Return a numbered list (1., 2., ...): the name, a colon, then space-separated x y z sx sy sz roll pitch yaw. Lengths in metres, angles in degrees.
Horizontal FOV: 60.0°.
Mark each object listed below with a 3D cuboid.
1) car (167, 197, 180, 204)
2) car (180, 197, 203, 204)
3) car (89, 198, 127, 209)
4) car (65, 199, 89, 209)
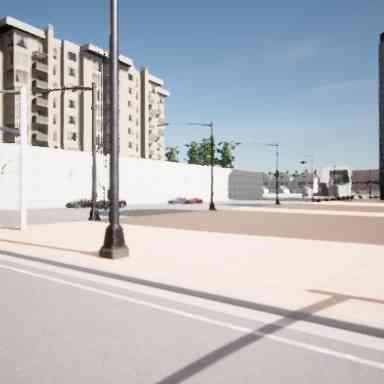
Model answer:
1. car: -2.542 1.588 64.021 2.033 1.411 5.357 0 0 36
2. car: 0.317 1.623 62.002 1.994 1.385 4.181 0 0 36
3. car: -11.250 1.527 46.052 2.128 1.511 4.902 0 0 36
4. car: -15.449 1.603 46.200 1.994 1.385 4.181 0 0 36
